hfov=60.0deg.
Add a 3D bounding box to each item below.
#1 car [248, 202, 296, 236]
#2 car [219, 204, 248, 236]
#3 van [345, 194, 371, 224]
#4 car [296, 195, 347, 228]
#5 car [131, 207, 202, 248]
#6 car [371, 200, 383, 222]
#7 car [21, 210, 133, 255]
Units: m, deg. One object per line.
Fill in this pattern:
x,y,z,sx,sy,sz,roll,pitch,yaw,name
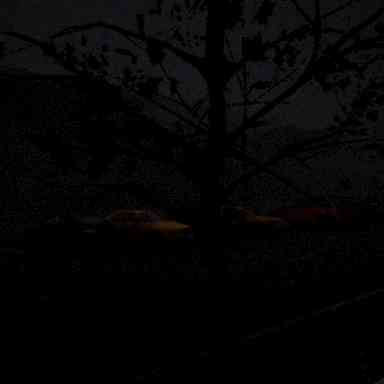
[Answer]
2.603,1.441,18.262,5.366,1.575,1.946,-1,-1,35,car
-0.007,1.485,16.649,4.792,1.488,2.163,-1,0,35,car
9.842,1.181,23.501,4.442,1.987,1.878,-1,-1,35,van
7.332,1.298,21.808,4.553,1.767,2.185,-1,0,35,car
-2.257,1.458,14.801,5.366,1.575,1.946,-1,-1,35,car
12.175,1.425,25.284,4.674,1.452,2.002,-1,0,35,car
-4.838,1.516,13.171,4.674,1.452,2.002,-1,0,35,car
